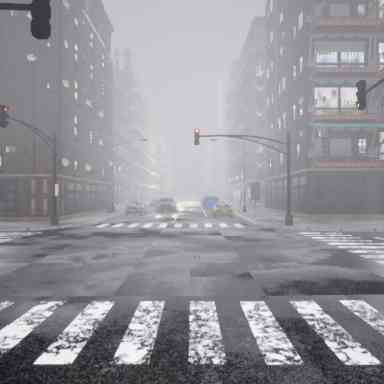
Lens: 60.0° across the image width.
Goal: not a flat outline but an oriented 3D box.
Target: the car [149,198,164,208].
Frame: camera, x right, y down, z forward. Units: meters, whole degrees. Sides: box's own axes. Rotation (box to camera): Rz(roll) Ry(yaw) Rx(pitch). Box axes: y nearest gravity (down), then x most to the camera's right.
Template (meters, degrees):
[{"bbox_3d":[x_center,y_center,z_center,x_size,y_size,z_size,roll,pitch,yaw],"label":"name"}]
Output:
[{"bbox_3d":[-5.298,1.613,49.686,1.802,1.307,4.206,1,0,0],"label":"car"}]

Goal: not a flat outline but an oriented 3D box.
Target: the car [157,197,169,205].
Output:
[{"bbox_3d":[-5.297,1.627,61.002,1.802,1.307,4.206,1,0,0],"label":"car"}]

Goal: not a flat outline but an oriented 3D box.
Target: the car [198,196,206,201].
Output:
[{"bbox_3d":[2.587,1.627,83.680,1.887,1.381,4.507,1,0,0],"label":"car"}]

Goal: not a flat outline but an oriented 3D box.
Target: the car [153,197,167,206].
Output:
[{"bbox_3d":[-5.297,1.563,55.174,1.752,1.417,4.829,1,0,0],"label":"car"}]

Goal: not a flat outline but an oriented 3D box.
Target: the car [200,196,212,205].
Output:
[{"bbox_3d":[2.585,1.485,61.056,1.967,1.590,4.097,1,0,0],"label":"car"}]

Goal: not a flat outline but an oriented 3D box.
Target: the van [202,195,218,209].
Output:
[{"bbox_3d":[2.616,1.366,44.090,1.690,1.788,3.998,1,0,0],"label":"van"}]

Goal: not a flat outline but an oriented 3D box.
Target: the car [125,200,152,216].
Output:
[{"bbox_3d":[-5.430,1.565,32.713,2.008,1.369,4.403,1,0,0],"label":"car"}]

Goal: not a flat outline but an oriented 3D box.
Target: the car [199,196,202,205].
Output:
[{"bbox_3d":[2.585,1.347,49.744,2.192,1.841,5.009,1,0,0],"label":"car"}]

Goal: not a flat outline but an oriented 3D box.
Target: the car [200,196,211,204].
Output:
[{"bbox_3d":[2.585,1.604,66.712,2.008,1.369,4.403,1,0,0],"label":"car"}]

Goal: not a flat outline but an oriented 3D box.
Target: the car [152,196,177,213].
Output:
[{"bbox_3d":[-2.743,1.364,36.293,2.097,1.767,4.553,0,0,0],"label":"car"}]

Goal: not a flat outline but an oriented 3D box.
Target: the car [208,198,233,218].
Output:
[{"bbox_3d":[2.709,1.537,30.256,1.752,1.417,4.829,1,0,0],"label":"car"}]

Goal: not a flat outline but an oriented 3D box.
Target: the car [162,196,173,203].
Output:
[{"bbox_3d":[-5.295,1.612,72.318,2.008,1.369,4.403,1,0,0],"label":"car"}]
